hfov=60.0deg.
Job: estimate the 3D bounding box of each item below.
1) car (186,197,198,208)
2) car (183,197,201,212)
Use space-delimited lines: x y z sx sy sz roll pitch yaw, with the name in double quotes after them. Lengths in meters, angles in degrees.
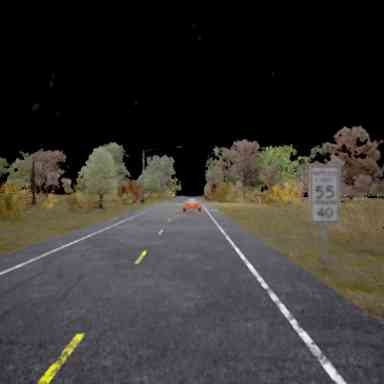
0.007 1.526 49.559 1.812 1.442 4.674 0 0 0 "car"
0.003 1.346 39.131 2.097 1.767 4.553 0 0 0 "car"
